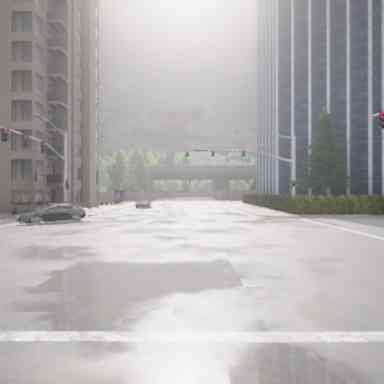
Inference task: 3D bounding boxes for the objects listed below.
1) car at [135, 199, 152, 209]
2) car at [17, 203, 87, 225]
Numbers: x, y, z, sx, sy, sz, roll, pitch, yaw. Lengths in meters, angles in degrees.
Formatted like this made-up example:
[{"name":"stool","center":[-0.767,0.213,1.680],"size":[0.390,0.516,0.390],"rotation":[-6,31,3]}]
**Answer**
[{"name":"car","center":[-6.980,1.742,48.151],"size":[1.994,1.385,4.181],"rotation":[0,0,0]},{"name":"car","center":[-10.437,1.627,25.059],"size":[4.902,1.511,2.128],"rotation":[0,1,-42]}]
